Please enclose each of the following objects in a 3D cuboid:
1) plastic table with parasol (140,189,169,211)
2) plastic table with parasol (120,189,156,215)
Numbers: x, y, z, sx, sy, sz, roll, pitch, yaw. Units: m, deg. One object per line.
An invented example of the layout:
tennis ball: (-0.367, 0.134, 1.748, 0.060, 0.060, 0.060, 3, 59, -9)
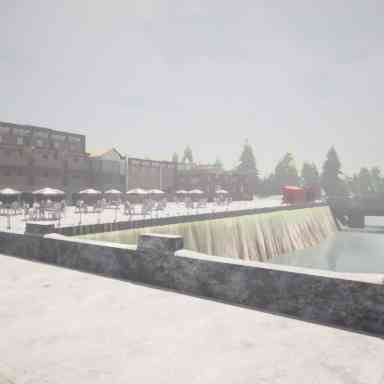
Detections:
plastic table with parasol: (-4.504, 0.925, 40.174, 2.482, 2.480, 2.482, 0, 0, 35)
plastic table with parasol: (-5.263, 0.925, 32.485, 2.482, 2.480, 2.482, 0, 0, 35)
